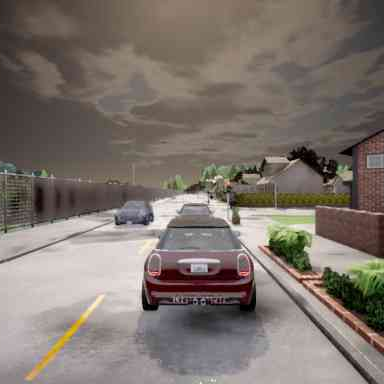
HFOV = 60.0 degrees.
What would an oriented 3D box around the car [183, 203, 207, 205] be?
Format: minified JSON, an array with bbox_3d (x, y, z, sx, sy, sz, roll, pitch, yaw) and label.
[{"bbox_3d":[0.171,1.352,17.631,2.097,1.767,4.553,0,0,0],"label":"car"}]

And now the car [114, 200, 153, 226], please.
[{"bbox_3d":[-3.918,1.350,23.154,2.097,1.767,4.553,0,0,1],"label":"car"}]

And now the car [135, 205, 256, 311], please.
[{"bbox_3d":[0.129,1.352,7.934,2.097,1.767,4.553,0,0,0],"label":"car"}]
